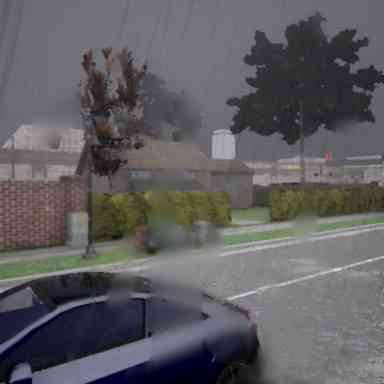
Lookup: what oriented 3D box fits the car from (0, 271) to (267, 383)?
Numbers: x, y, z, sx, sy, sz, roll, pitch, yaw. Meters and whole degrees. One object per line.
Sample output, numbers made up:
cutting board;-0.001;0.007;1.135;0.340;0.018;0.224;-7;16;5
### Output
car;-1.276;1.554;3.081;4.181;1.385;1.994;-1;1;-36
